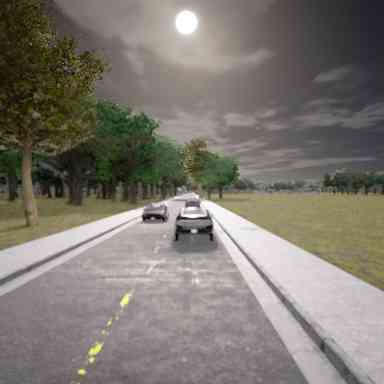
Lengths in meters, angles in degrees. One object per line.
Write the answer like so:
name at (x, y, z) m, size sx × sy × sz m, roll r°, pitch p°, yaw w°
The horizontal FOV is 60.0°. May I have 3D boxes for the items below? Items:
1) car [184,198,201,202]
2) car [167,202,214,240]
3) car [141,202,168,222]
car at (0.086, 1.509, 40.428) m, size 1.837 × 1.490 × 4.892 m, roll 0°, pitch 0°, yaw 0°
car at (0.093, 1.492, 16.962) m, size 2.128 × 1.511 × 4.902 m, roll 0°, pitch 0°, yaw 0°
car at (-2.857, 1.548, 26.942) m, size 2.033 × 1.411 × 5.357 m, roll 0°, pitch 0°, yaw 0°
